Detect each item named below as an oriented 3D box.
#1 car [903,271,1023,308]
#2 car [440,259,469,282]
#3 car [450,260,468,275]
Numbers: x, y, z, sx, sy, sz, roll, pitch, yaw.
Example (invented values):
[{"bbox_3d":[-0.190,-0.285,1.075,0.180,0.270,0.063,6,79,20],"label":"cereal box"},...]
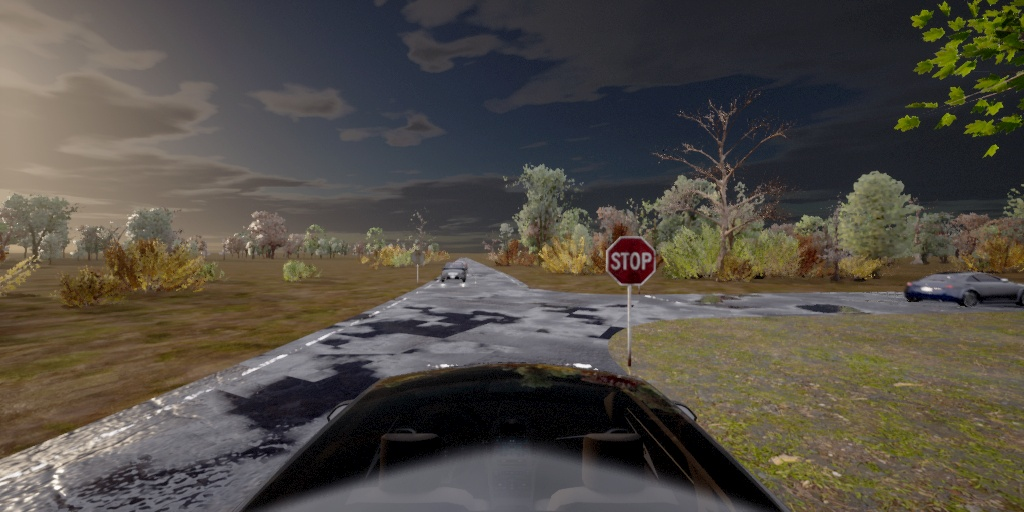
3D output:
[{"bbox_3d":[19.139,1.349,15.069,4.181,1.385,1.994,0,0,-7],"label":"car"},{"bbox_3d":[-4.547,1.238,28.461,2.128,1.511,4.902,0,0,-6],"label":"car"},{"bbox_3d":[-6.072,1.220,41.403,1.882,1.535,5.008,0,0,-8],"label":"car"}]
